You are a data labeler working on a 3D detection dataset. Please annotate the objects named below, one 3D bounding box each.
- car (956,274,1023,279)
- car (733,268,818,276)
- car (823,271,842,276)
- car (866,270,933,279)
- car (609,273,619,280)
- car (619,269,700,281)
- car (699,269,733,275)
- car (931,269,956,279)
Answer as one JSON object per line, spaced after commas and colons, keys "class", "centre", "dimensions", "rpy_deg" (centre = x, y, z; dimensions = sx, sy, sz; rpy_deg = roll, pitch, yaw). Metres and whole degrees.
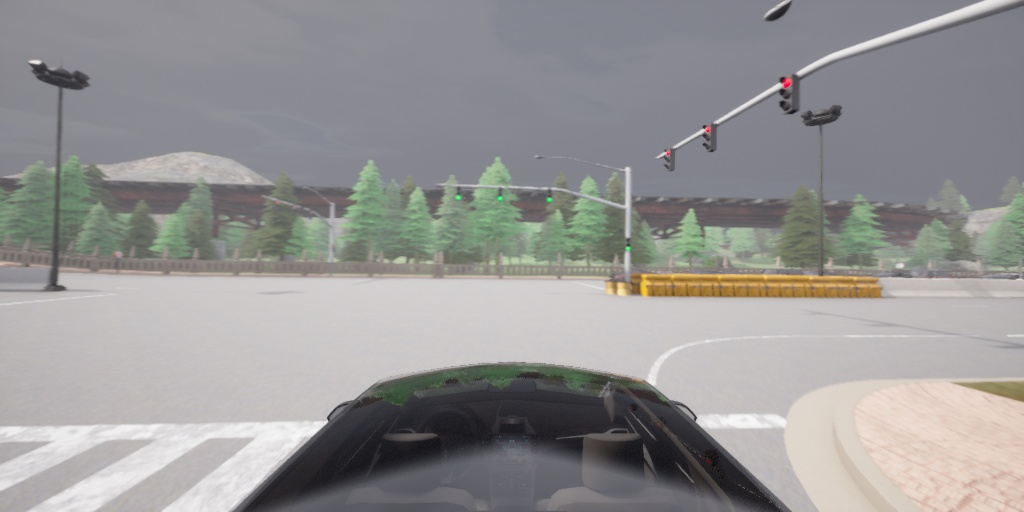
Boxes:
{"class": "car", "centre": [38.478, 2.140, 28.162], "dimensions": [4.892, 1.490, 1.837], "rpy_deg": [1, -1, -4]}
{"class": "car", "centre": [19.539, 1.704, 26.707], "dimensions": [4.553, 1.767, 2.097], "rpy_deg": [1, -1, -4]}
{"class": "car", "centre": [25.887, 2.041, 30.714], "dimensions": [5.357, 1.411, 2.033], "rpy_deg": [1, -1, -5]}
{"class": "car", "centre": [28.628, 1.993, 27.413], "dimensions": [4.892, 1.490, 1.837], "rpy_deg": [1, -1, -5]}
{"class": "car", "centre": [11.112, 1.883, 33.067], "dimensions": [4.181, 1.385, 1.994], "rpy_deg": [1, -1, -4]}
{"class": "car", "centre": [10.635, 1.820, 26.008], "dimensions": [4.718, 1.301, 1.895], "rpy_deg": [1, -1, -4]}
{"class": "car", "centre": [15.827, 1.890, 29.927], "dimensions": [5.357, 1.411, 2.033], "rpy_deg": [1, -1, -4]}
{"class": "car", "centre": [36.086, 1.998, 31.496], "dimensions": [4.553, 1.767, 2.097], "rpy_deg": [1, -1, -4]}
